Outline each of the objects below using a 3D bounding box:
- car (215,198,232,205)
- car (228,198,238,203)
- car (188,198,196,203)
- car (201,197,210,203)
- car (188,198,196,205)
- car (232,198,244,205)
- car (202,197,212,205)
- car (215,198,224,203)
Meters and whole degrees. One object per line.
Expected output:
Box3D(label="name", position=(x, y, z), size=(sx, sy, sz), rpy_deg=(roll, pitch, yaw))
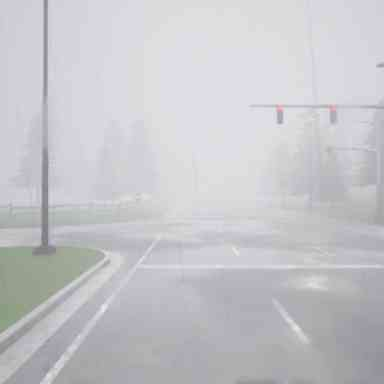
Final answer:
Box3D(label="car", position=(6.986, 2.173, 74.703), size=(2.128, 1.511, 4.902), rpy_deg=(0, -1, 0))
Box3D(label="car", position=(10.484, 2.175, 85.154), size=(1.895, 1.301, 4.718), rpy_deg=(0, -1, 0))
Box3D(label="car", position=(-0.016, 2.175, 85.152), size=(1.895, 1.301, 4.718), rpy_deg=(0, -1, 0))
Box3D(label="car", position=(3.484, 2.105, 85.124), size=(2.128, 1.511, 4.902), rpy_deg=(0, -1, 0))
Box3D(label="car", position=(-0.014, 2.172, 74.702), size=(2.128, 1.511, 4.902), rpy_deg=(0, -1, 0))
Box3D(label="car", position=(10.486, 2.187, 74.704), size=(2.033, 1.411, 5.357), rpy_deg=(0, -1, 0))
Box3D(label="car", position=(3.486, 2.125, 74.703), size=(1.882, 1.535, 5.008), rpy_deg=(0, -1, 0))
Box3D(label="car", position=(6.984, 2.175, 85.154), size=(1.895, 1.301, 4.718), rpy_deg=(0, -1, 0))
